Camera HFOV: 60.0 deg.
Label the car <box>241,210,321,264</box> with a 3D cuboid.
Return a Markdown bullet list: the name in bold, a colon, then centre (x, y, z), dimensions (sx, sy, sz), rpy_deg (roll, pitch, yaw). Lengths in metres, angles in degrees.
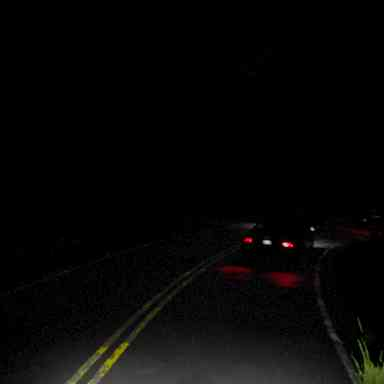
- **car**: centre (3.388, 1.621, 12.455), dimensions (2.033, 1.411, 5.357), rpy_deg (3, 0, 26)

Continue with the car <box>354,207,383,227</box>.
- **car**: centre (13.986, 1.918, 25.119), dimensions (5.008, 1.535, 1.882), rpy_deg (3, 2, -44)

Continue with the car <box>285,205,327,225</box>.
- **car**: centre (7.819, 1.644, 23.852), dimensions (5.357, 1.411, 2.033), rpy_deg (2, 2, -45)
